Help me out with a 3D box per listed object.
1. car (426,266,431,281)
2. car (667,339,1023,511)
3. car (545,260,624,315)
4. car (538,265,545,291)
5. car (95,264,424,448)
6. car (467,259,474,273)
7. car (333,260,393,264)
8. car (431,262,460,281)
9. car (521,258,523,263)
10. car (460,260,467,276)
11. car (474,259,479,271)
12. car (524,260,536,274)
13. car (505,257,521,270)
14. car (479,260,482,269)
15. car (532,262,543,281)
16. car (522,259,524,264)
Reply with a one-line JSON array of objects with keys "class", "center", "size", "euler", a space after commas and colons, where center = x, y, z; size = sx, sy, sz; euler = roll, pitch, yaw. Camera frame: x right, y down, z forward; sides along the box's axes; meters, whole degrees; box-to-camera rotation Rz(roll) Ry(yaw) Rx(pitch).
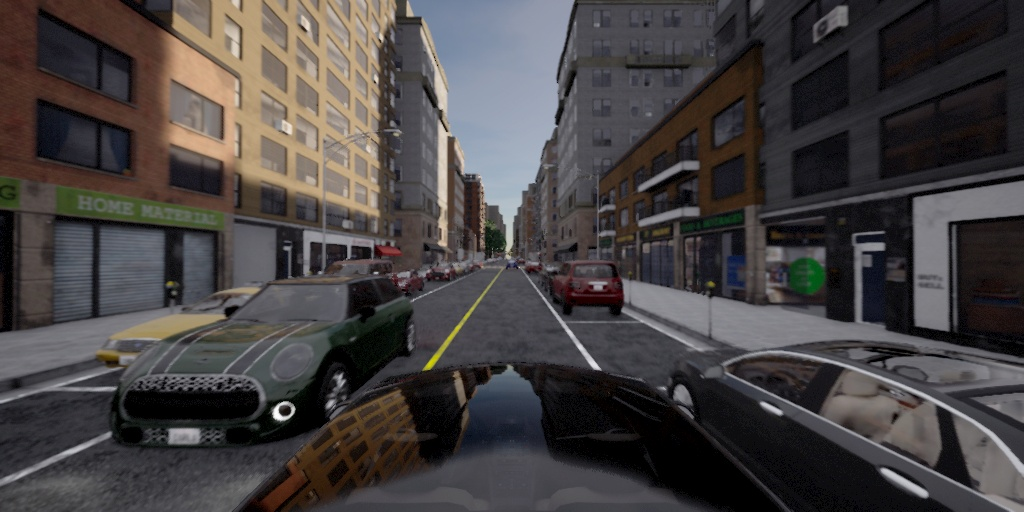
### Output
[{"class": "car", "center": [-5.853, 1.339, 19.053], "size": [1.802, 1.307, 4.207], "euler": [0, 0, 0]}, {"class": "car", "center": [2.675, 1.301, 2.592], "size": [2.007, 1.370, 4.403], "euler": [0, 0, 0]}, {"class": "car", "center": [2.676, 1.069, 13.575], "size": [2.192, 1.841, 5.009], "euler": [0, 0, 0]}, {"class": "car", "center": [2.676, 1.323, 19.066], "size": [1.948, 1.339, 4.313], "euler": [0, 0, 0]}, {"class": "car", "center": [-3.055, 1.105, 5.608], "size": [2.097, 1.767, 4.553], "euler": [0, 0, 0]}, {"class": "car", "center": [-5.849, 1.331, 41.024], "size": [2.007, 1.370, 4.403], "euler": [0, 0, 0]}, {"class": "car", "center": [-5.854, 1.069, 13.560], "size": [2.192, 1.841, 5.009], "euler": [0, 0, 0]}, {"class": "car", "center": [-5.851, 1.207, 30.038], "size": [1.967, 1.591, 4.097], "euler": [0, 0, 0]}, {"class": "car", "center": [2.679, 1.348, 52.014], "size": [2.007, 1.370, 4.403], "euler": [0, 0, 0]}, {"class": "car", "center": [-5.850, 1.299, 35.361], "size": [1.751, 1.417, 4.829], "euler": [0, 0, 0]}, {"class": "car", "center": [-5.848, 1.228, 46.516], "size": [1.967, 1.591, 4.097], "euler": [0, 0, 0]}, {"class": "car", "center": [2.678, 1.325, 41.031], "size": [1.888, 1.381, 4.507], "euler": [0, 0, 0]}, {"class": "car", "center": [0.010, 1.329, 55.525], "size": [1.812, 1.442, 4.674], "euler": [0, 0, 0]}, {"class": "car", "center": [-5.847, 1.247, 57.503], "size": [1.967, 1.591, 4.097], "euler": [0, 0, 0]}, {"class": "car", "center": [2.677, 1.312, 24.557], "size": [2.007, 1.370, 4.403], "euler": [0, 0, 0]}, {"class": "car", "center": [2.678, 1.333, 46.522], "size": [1.888, 1.381, 4.507], "euler": [0, 0, 0]}]
